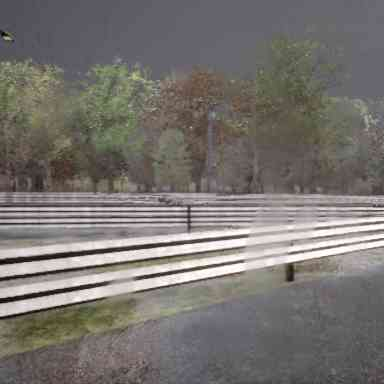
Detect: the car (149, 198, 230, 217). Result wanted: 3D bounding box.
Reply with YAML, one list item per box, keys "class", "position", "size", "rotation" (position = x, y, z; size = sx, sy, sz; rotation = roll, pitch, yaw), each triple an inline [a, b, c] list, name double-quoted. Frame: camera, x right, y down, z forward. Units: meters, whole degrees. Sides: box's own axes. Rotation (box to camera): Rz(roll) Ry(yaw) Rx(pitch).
- class: "car"
  position: [-0.074, 1.236, 20.680]
  size: [4.718, 1.301, 1.895]
  rotation: [1, 1, -12]

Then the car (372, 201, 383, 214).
- class: "car"
  position: [17.842, 1.254, 28.044]
  size: [5.357, 1.411, 2.033]
  rotation: [0, 1, -12]

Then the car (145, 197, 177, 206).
- class: "car"
  position: [-0.797, 1.140, 24.101]
  size: [4.718, 1.301, 1.895]
  rotation: [1, 1, -12]
